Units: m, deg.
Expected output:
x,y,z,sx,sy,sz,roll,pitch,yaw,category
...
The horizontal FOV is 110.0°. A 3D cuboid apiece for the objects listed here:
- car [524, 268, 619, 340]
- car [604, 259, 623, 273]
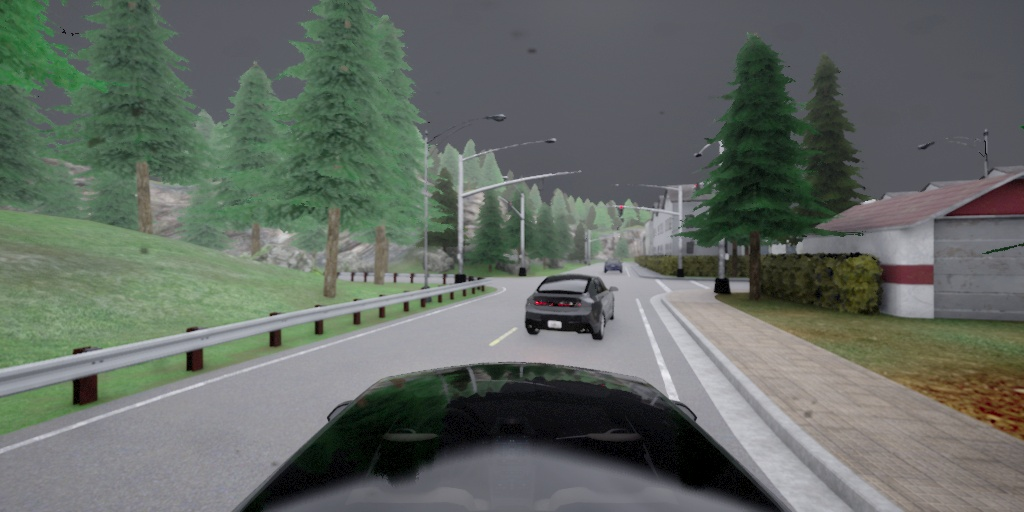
x,y,z,sx,sy,sz,roll,pitch,yaw,category
1.803,1.262,10.153,1.837,1.490,4.892,0,0,21,car
12.308,1.138,43.544,2.097,1.767,4.553,0,0,17,car
